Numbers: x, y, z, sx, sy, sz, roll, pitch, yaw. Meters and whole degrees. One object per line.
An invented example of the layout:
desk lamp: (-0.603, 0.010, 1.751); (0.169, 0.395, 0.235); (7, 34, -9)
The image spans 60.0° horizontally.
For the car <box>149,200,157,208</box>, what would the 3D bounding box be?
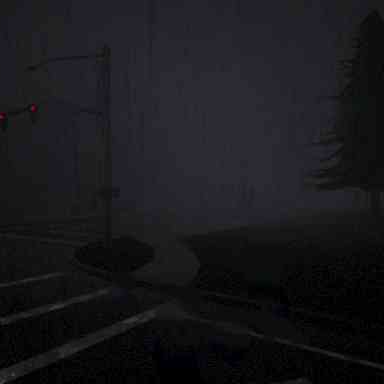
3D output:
car: (-5.341, 1.908, 57.230); (2.128, 1.511, 4.902); (-1, -1, 35)

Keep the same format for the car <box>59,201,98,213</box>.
car: (-14.832, 1.940, 43.727); (1.812, 1.442, 4.674); (-1, -1, 35)

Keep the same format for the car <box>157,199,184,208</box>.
car: (-3.175, 1.941, 54.240); (1.994, 1.385, 4.181); (-1, 0, 35)

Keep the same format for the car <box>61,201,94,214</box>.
car: (-12.895, 1.867, 40.407); (2.128, 1.511, 4.902); (-1, 0, 35)

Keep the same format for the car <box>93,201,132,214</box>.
car: (-9.147, 1.900, 39.655); (1.994, 1.385, 4.181); (-1, 0, 35)

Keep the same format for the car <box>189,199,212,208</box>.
car: (1.480, 1.831, 54.770); (2.128, 1.511, 4.902); (-1, -1, 35)
